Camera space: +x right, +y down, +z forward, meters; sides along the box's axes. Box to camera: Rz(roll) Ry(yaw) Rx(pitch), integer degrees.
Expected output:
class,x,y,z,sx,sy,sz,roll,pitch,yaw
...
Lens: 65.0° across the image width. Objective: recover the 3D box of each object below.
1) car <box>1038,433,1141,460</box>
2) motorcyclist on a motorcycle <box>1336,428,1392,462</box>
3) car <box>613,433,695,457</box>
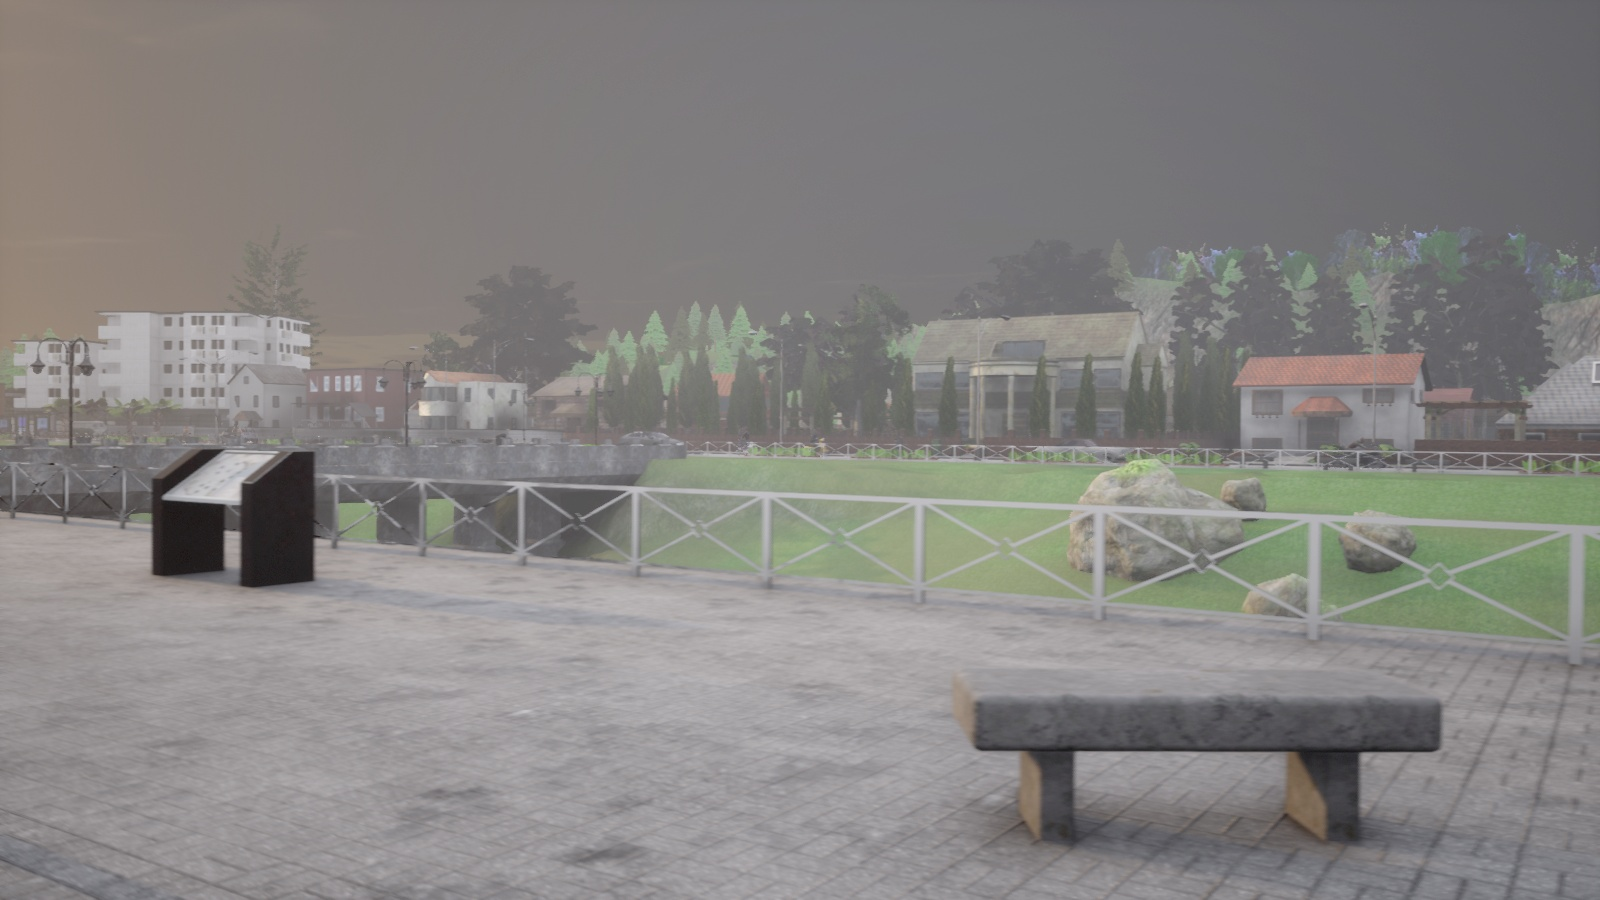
class,x,y,z,sx,sy,sz,roll,pitch,yaw
car,14.654,-0.170,63.716,4.718,1.301,1.895,0,1,34
motorcyclist on a motorcycle,25.392,-0.236,56.577,2.191,1.530,0.866,0,1,34
car,-9.279,-0.315,79.621,4.902,1.511,2.128,0,1,34
